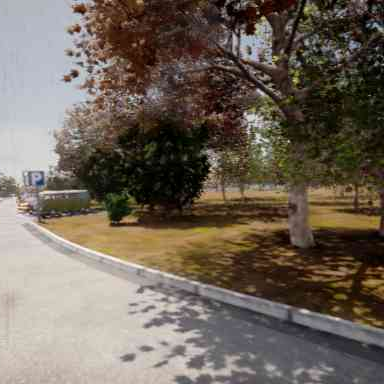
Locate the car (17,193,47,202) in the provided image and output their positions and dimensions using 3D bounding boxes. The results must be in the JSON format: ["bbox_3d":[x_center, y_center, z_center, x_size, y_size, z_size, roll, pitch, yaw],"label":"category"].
[{"bbox_3d":[-31.475,1.086,65.482,2.231,1.521,4.892,-2,2,44],"label":"car"}]

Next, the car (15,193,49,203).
[{"bbox_3d":[-28.836,1.104,60.168,2.097,1.535,5.008,-2,2,44],"label":"car"}]

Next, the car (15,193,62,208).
[{"bbox_3d":[-20.454,1.122,44.573,1.946,1.575,5.366,-2,2,42],"label":"car"}]

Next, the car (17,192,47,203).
[{"bbox_3d":[-30.182,0.971,62.799,2.185,1.767,4.553,-2,2,44],"label":"car"}]

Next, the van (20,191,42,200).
[{"bbox_3d":[-39.332,0.798,81.455,1.878,1.987,4.442,-1,2,44],"label":"van"}]

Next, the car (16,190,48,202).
[{"bbox_3d":[-34.069,0.811,70.840,2.435,2.045,5.566,-2,2,44],"label":"car"}]

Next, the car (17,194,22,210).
[{"bbox_3d":[-13.155,1.115,31.693,1.946,1.575,5.366,-2,2,40],"label":"car"}]

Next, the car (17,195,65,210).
[{"bbox_3d":[-17.701,1.175,39.253,2.002,1.452,4.674,-2,2,41],"label":"car"}]

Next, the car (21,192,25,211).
[{"bbox_3d":[-11.797,0.999,28.972,2.185,1.767,4.553,-2,2,40],"label":"car"}]

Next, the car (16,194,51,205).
[{"bbox_3d":[-26.116,1.146,54.920,2.163,1.488,4.792,-2,2,43],"label":"car"}]

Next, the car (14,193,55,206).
[{"bbox_3d":[-23.393,1.129,49.642,2.097,1.535,5.008,-2,2,42],"label":"car"}]

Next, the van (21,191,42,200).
[{"bbox_3d":[-40.626,0.786,84.138,1.878,1.987,4.442,-1,2,44],"label":"van"}]

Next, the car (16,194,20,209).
[{"bbox_3d":[-14.878,1.137,33.966,1.946,1.575,5.366,-1,2,40],"label":"car"}]

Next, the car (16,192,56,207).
[{"bbox_3d":[-21.970,1.005,47.051,2.185,1.767,4.553,-1,2,42],"label":"car"}]

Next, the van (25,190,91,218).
[{"bbox_3d":[-10.330,0.897,26.362,1.878,1.987,4.442,-1,2,39],"label":"van"}]

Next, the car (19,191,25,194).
[{"bbox_3d":[-19.173,1.011,41.813,2.185,1.767,4.553,-2,2,41],"label":"car"}]

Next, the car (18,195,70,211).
[{"bbox_3d":[-16.239,1.174,36.678,2.002,1.452,4.674,-2,2,41],"label":"car"}]
